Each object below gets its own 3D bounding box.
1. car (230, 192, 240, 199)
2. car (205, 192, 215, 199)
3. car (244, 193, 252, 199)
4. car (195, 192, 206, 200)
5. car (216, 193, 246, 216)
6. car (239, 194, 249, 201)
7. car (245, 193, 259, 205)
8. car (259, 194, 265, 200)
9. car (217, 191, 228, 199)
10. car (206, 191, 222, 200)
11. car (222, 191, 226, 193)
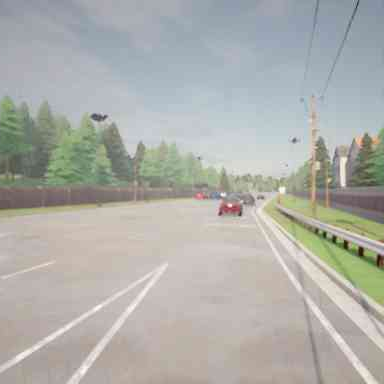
[{"bbox_3d":[11.856,0.939,91.386,2.097,1.767,4.553,0,0,15],"label":"car"},{"bbox_3d":[5.094,0.911,93.193,2.097,1.767,4.553,0,0,15],"label":"car"},{"bbox_3d":[15.245,1.097,90.512,1.837,1.490,4.892,0,0,15],"label":"car"},{"bbox_3d":[2.419,0.963,83.185,2.150,2.045,5.566,0,0,15],"label":"car"},{"bbox_3d":[3.818,1.264,31.920,2.097,1.767,4.553,0,0,11],"label":"car"},{"bbox_3d":[12.554,1.279,80.446,1.837,1.490,4.892,0,0,15],"label":"car"},{"bbox_3d":[9.338,1.350,54.440,2.128,1.511,4.902,0,0,15],"label":"car"},{"bbox_3d":[18.517,1.332,89.203,1.994,1.385,4.181,0,0,15],"label":"car"},{"bbox_3d":[8.491,0.795,92.347,2.150,2.045,5.566,0,0,15],"label":"car"},{"bbox_3d":[5.800,0.977,82.281,2.150,2.045,5.566,0,0,15],"label":"car"},{"bbox_3d":[9.273,1.120,81.722,2.097,1.767,4.553,0,0,15],"label":"car"}]
